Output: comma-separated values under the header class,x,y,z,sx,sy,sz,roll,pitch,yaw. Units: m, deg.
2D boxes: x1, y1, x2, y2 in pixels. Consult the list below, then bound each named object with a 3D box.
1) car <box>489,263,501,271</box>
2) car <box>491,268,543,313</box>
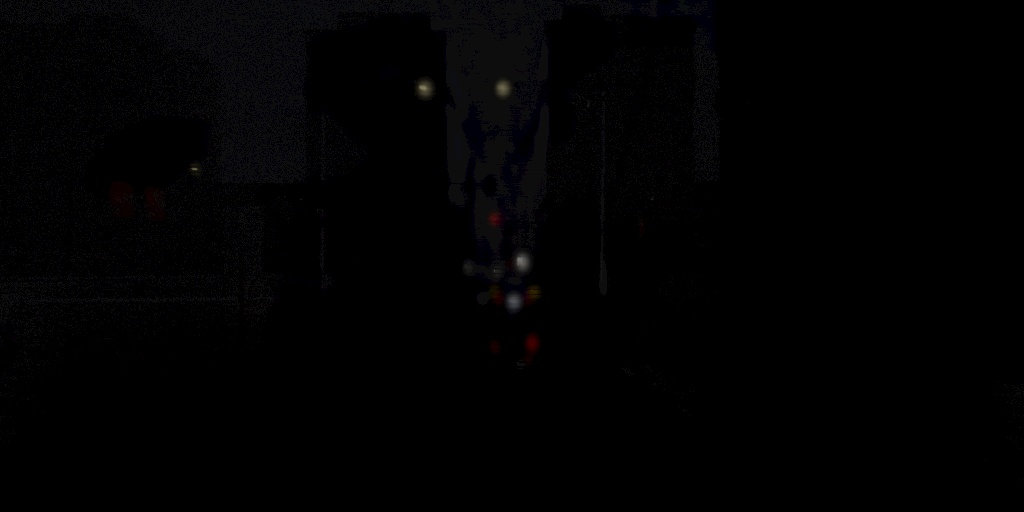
class,x,y,z,sx,sy,sz,roll,pitch,yaw
car,-3.065,1.951,65.147,2.128,1.511,4.902,0,-1,0
car,0.287,1.413,14.791,1.812,1.442,4.674,0,0,6
